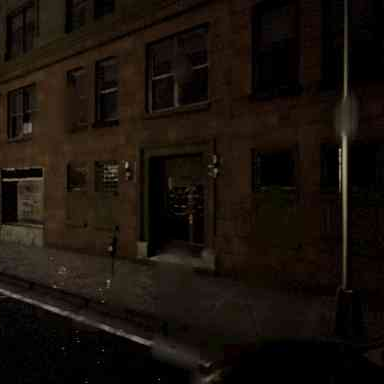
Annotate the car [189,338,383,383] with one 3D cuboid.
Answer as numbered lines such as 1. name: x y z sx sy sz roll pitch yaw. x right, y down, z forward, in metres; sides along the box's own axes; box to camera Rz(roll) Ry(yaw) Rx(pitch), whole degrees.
1. car: 1.886 1.551 1.732 4.403 1.369 2.008 0 0 36
